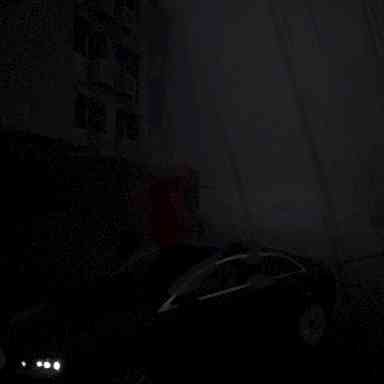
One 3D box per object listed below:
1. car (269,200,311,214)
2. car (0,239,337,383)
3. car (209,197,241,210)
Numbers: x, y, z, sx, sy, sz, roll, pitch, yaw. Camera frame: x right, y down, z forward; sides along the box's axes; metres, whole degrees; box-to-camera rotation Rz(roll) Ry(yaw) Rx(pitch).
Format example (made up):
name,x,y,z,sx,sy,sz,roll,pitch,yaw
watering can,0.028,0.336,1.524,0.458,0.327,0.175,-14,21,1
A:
name,x,y,z,sx,sy,sz,roll,pitch,yaw
car,10.204,1.525,34.956,1.812,1.442,4.674,0,0,-36
car,0.049,1.491,4.646,4.902,1.511,2.128,0,0,-36
car,4.226,1.478,43.303,1.882,1.535,5.008,0,0,-36
